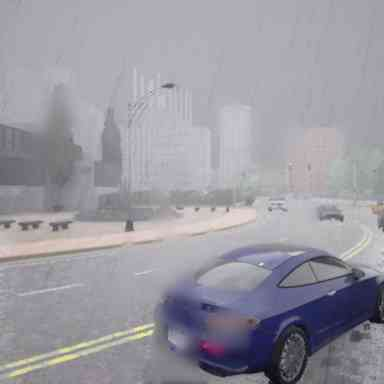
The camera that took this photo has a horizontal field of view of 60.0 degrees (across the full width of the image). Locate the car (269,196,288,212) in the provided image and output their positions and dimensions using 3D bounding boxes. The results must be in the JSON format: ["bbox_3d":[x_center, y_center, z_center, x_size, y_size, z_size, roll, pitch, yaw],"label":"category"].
[{"bbox_3d":[11.460,1.553,44.508,2.150,2.045,5.566,0,-1,10],"label":"car"}]

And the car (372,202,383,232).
[{"bbox_3d":[12.741,1.620,20.754,2.128,1.511,4.902,0,-1,25],"label":"car"}]

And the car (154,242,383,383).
[{"bbox_3d":[1.563,1.568,5.416,4.674,1.442,1.812,0,0,-41],"label":"car"}]

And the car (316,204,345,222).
[{"bbox_3d":[11.697,1.745,28.428,2.033,1.411,5.357,0,0,16],"label":"car"}]
